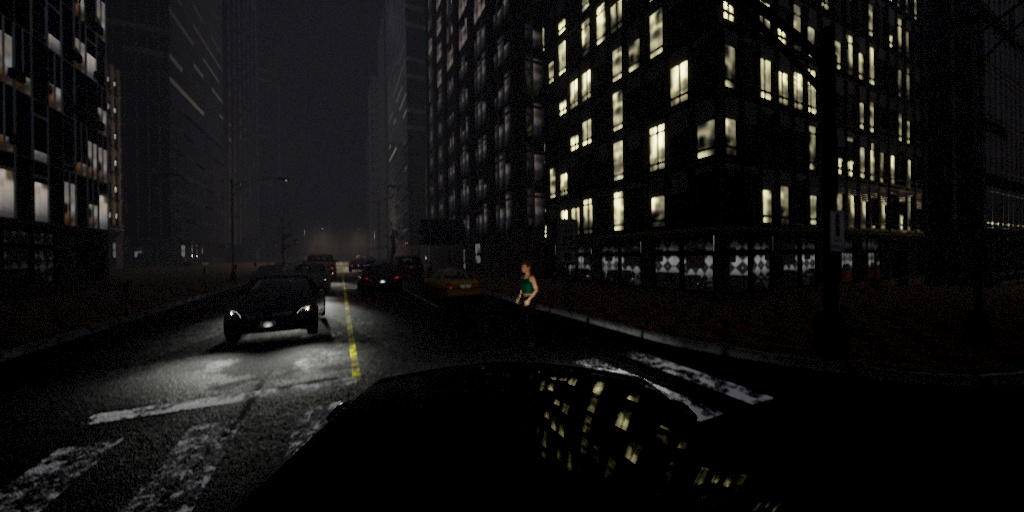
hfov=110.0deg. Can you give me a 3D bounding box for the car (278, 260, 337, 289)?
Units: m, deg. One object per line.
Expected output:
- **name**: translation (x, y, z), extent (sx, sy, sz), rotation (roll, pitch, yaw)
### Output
- **car**: translation (-10.600, 1.151, 18.933), extent (2.128, 1.511, 4.902), rotation (-1, 1, -26)

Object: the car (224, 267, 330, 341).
- **car**: translation (-6.316, 1.221, 9.989), extent (1.812, 1.442, 4.674), rotation (-1, 1, -24)

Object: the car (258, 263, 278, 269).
- **car**: translation (-15.468, 1.235, 23.116), extent (1.948, 1.339, 4.313), rotation (0, 0, -26)

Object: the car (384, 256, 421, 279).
- **car**: translation (-7.931, 0.884, 26.779), extent (2.192, 1.841, 5.009), rotation (0, 0, -26)

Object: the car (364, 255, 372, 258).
- **car**: translation (-22.574, 0.983, 57.296), extent (1.888, 1.381, 4.507), rotation (0, 0, -26)

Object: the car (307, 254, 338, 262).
- **car**: translation (-15.178, 0.842, 28.497), extent (2.150, 2.045, 5.566), rotation (-1, 1, -25)

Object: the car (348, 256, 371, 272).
- **car**: translation (-17.942, 1.081, 41.640), extent (2.033, 1.411, 5.357), rotation (-1, 1, -26)

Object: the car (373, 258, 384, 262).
- **car**: translation (-12.812, 1.072, 36.951), extent (1.888, 1.381, 4.507), rotation (0, 0, -26)

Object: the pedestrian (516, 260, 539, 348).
- **pedestrian**: translation (0.340, 0.949, 7.430), extent (0.375, 1.860, 0.375), rotation (0, 0, -26)

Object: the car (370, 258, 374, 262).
- **car**: translation (-15.253, 1.087, 42.037), extent (1.802, 1.307, 4.207), rotation (0, 0, -26)

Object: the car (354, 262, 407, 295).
- **car**: translation (-7.034, 1.192, 18.865), extent (1.994, 1.385, 4.181), rotation (-1, 1, -25)

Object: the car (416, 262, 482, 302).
- **car**: translation (-2.796, 1.139, 15.989), extent (1.751, 1.417, 4.829), rotation (0, 0, -26)
